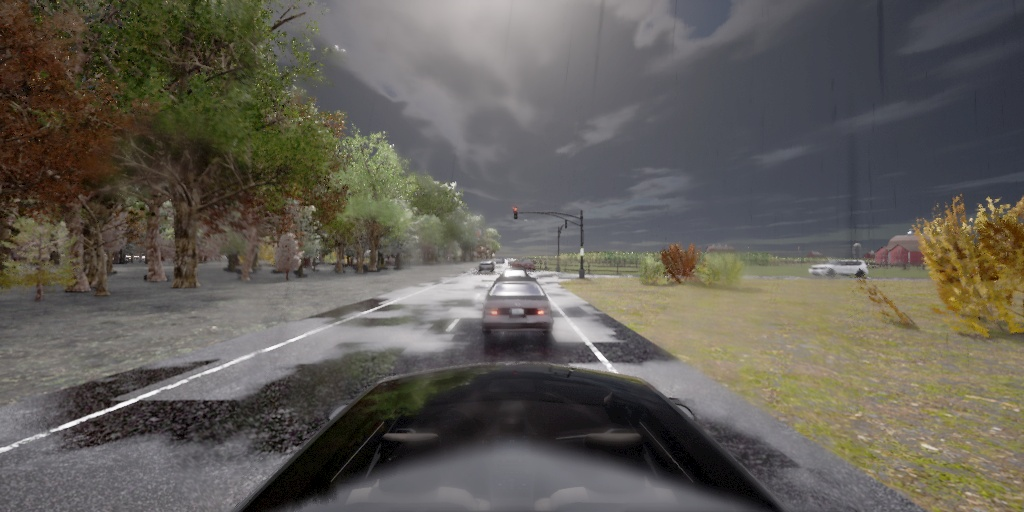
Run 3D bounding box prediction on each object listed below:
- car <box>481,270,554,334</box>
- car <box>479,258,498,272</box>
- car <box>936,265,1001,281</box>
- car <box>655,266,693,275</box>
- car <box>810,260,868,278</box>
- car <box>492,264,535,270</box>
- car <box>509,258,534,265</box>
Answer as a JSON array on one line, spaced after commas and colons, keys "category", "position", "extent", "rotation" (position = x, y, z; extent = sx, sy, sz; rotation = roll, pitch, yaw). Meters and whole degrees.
[{"category": "car", "position": [0.126, 1.314, 10.651], "extent": [2.033, 1.411, 5.357], "rotation": [0, 0, 0]}, {"category": "car", "position": [-3.279, 1.324, 47.019], "extent": [2.128, 1.511, 4.902], "rotation": [0, 0, 0]}, {"category": "car", "position": [48.686, 1.886, 38.205], "extent": [5.357, 1.411, 2.033], "rotation": [1, -1, 1]}, {"category": "car", "position": [18.946, 1.643, 42.031], "extent": [4.181, 1.385, 1.994], "rotation": [1, -1, 0]}, {"category": "car", "position": [38.159, 1.511, 41.892], "extent": [5.566, 2.045, 2.150], "rotation": [1, -1, 0]}, {"category": "car", "position": [0.152, 1.348, 19.892], "extent": [1.994, 1.385, 4.181], "rotation": [0, 0, 0]}, {"category": "car", "position": [1.353, 1.185, 50.237], "extent": [2.097, 1.767, 4.553], "rotation": [1, 0, -26]}]
